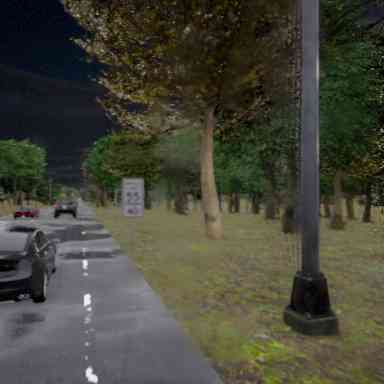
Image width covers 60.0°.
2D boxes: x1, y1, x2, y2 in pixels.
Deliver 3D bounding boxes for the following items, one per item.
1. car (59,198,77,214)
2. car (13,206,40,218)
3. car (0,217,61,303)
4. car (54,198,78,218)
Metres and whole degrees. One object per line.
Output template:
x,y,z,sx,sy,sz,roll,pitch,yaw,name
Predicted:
-17.293,1.909,46.741,2.150,2.045,5.566,1,-1,-18,car
-16.725,2.052,33.751,1.895,1.301,4.718,1,-1,-18,car
-4.410,1.591,8.087,1.837,1.490,4.892,1,-1,-18,car
-13.836,1.731,36.507,2.150,2.045,5.566,1,-1,-18,car
